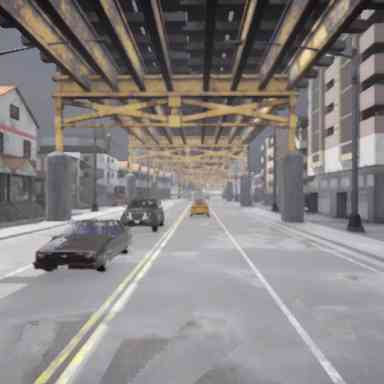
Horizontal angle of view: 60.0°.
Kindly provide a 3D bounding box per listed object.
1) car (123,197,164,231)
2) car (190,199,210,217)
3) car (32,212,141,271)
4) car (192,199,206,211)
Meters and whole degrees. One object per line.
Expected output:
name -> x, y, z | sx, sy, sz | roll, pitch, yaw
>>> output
car -> -3.125, 1.399, 22.138 | 2.150, 2.045, 5.566 | 0, 0, 2
car -> 0.808, 1.702, 34.544 | 1.882, 1.535, 5.008 | 0, 0, 1
car -> -3.371, 1.646, 11.494 | 2.033, 1.411, 5.357 | 0, -1, 1
car -> 1.010, 1.721, 45.093 | 1.837, 1.490, 4.892 | 0, 0, 2
